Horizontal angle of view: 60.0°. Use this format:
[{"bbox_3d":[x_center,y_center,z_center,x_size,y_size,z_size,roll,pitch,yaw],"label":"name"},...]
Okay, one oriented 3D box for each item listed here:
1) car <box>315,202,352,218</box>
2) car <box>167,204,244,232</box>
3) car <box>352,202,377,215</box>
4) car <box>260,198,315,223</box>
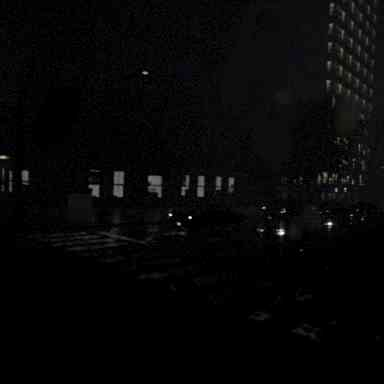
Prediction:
[{"bbox_3d":[13.240,1.656,31.792,1.812,1.442,4.674,4,1,43],"label":"car"},{"bbox_3d":[0.847,1.369,18.652,1.895,1.301,4.718,4,1,43],"label":"car"},{"bbox_3d":[20.111,1.895,39.033,1.994,1.385,4.181,4,1,44],"label":"car"},{"bbox_3d":[7.088,1.303,25.257,2.097,1.767,4.553,4,1,43],"label":"car"}]
